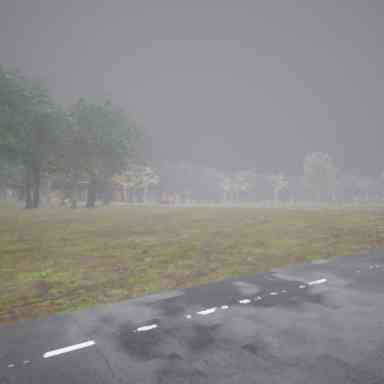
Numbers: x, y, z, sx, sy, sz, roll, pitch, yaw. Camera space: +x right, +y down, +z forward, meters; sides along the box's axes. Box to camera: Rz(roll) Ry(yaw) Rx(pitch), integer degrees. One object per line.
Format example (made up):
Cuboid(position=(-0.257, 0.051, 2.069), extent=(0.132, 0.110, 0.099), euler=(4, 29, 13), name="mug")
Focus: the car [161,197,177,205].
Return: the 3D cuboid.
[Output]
Cuboid(position=(-5.832, 2.248, 82.873), extent=(2.150, 2.045, 5.566), euler=(2, -2, -29), name="car")
